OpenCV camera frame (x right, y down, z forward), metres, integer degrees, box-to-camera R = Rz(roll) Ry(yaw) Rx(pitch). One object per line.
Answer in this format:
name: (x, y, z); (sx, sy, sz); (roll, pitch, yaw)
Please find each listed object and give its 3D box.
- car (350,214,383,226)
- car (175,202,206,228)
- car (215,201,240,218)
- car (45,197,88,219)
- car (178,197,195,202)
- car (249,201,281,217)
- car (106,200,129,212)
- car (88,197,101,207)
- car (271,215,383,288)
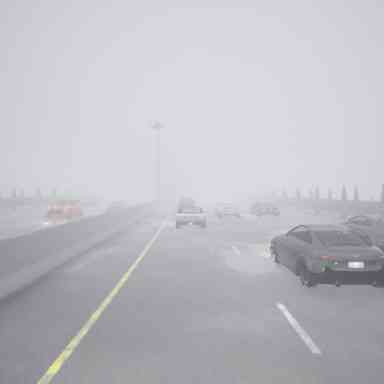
car: (7.044, 1.564, 13.015); (1.994, 1.385, 4.181); (0, 0, -1)
car: (-0.129, 1.602, 22.222); (1.895, 1.301, 4.718); (0, 0, -1)
car: (3.143, 1.527, 30.134); (1.812, 1.442, 4.674); (0, 0, -2)
car: (-11.005, 1.353, 28.905); (2.097, 1.767, 4.553); (0, 0, -2)
car: (-0.645, 1.354, 40.651); (2.097, 1.767, 4.553); (0, 0, -2)
car: (6.643, 1.549, 30.783); (2.033, 1.411, 5.357); (0, 0, -2)
car: (-7.670, 1.527, 34.779); (1.812, 1.442, 4.674); (0, 0, -2)
car: (-15.078, 1.507, 49.818); (1.837, 1.490, 4.892); (0, 0, -1)
car: (3.580, 1.564, 9.285); (1.994, 1.385, 4.181); (0, 0, 0)
